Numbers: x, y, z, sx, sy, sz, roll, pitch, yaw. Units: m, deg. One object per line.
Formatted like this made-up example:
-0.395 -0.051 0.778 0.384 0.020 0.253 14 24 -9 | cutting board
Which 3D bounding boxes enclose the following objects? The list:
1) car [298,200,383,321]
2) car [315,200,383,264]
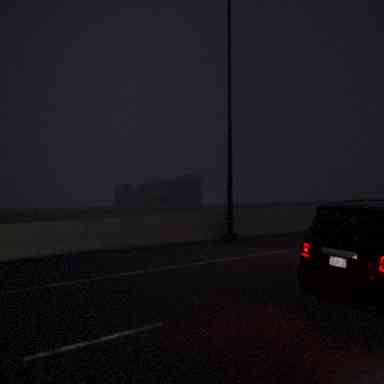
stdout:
4.583 1.167 6.696 5.566 2.045 2.150 -1 1 -32 | car
6.861 1.258 12.092 4.553 1.767 2.097 -1 1 -31 | car
